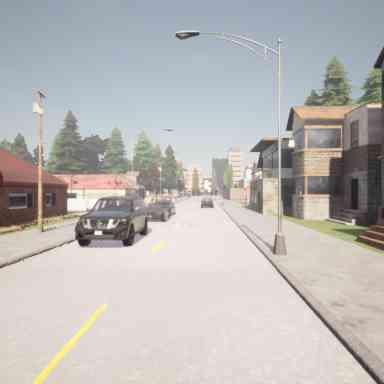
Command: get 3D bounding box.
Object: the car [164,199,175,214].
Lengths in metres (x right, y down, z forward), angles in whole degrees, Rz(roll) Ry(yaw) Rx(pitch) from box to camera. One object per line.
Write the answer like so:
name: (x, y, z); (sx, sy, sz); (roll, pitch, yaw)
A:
car: (-2.684, 1.505, 31.910); (1.837, 1.490, 4.892); (0, 0, 3)

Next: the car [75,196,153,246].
car: (-3.470, 1.222, 15.549); (2.150, 2.045, 5.566); (0, 0, 3)

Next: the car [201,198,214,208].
car: (2.203, 1.547, 48.001); (2.033, 1.411, 5.357); (0, 0, 3)

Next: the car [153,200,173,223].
car: (-2.914, 1.564, 25.750); (1.994, 1.385, 4.181); (0, 0, 3)
